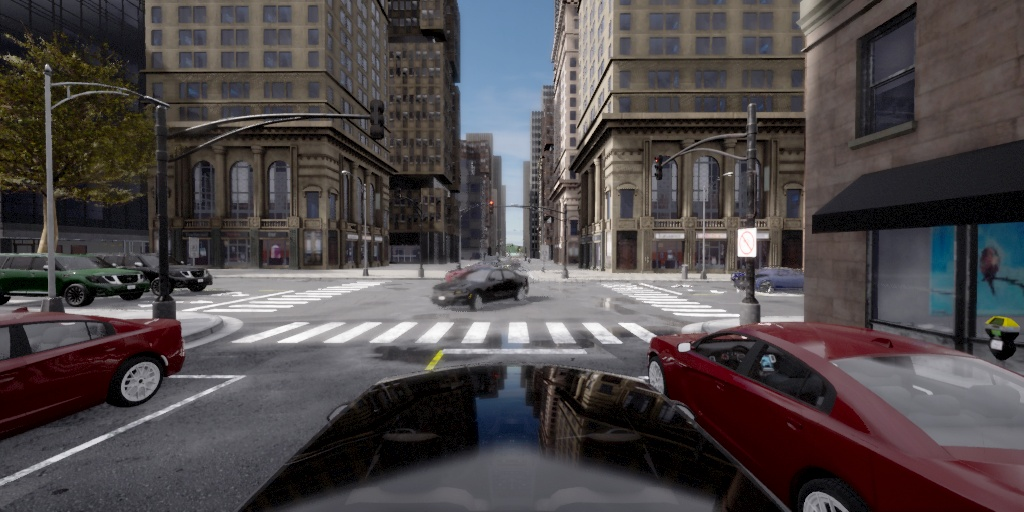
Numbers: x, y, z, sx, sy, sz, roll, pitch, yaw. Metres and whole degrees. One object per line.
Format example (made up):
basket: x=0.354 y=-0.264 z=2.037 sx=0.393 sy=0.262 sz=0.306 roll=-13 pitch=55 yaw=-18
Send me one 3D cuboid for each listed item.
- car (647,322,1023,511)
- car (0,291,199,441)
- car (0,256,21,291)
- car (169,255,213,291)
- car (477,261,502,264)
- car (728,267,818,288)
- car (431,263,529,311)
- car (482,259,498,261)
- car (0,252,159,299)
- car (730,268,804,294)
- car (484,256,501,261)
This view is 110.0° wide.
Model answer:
car: x=2.771 y=1.294 z=3.396 sx=1.888 sy=1.381 sz=4.507 roll=0 pitch=0 yaw=0
car: x=-5.754 y=1.295 z=3.466 sx=1.888 sy=1.381 sz=4.507 roll=0 pitch=0 yaw=0
car: x=-28.414 y=0.903 z=18.036 sx=4.553 sy=1.767 sz=2.097 roll=0 pitch=1 yaw=1
car: x=-18.327 y=0.854 z=17.941 sx=5.566 sy=2.045 sz=2.150 roll=0 pitch=1 yaw=1
car: x=-2.427 y=1.229 z=24.503 sx=4.181 sy=1.385 sz=1.994 roll=0 pitch=1 yaw=1
car: x=17.584 y=1.434 z=24.321 sx=4.718 sy=1.301 sz=1.895 roll=0 pitch=1 yaw=1
car: x=-1.164 y=1.221 z=14.867 sx=1.882 sy=1.535 sz=5.008 roll=-1 pitch=-1 yaw=33
car: x=-2.797 y=1.290 z=36.247 sx=2.033 sy=1.411 sz=5.357 roll=0 pitch=0 yaw=0
car: x=-18.336 y=0.901 z=14.691 sx=5.566 sy=2.045 sz=2.150 roll=0 pitch=1 yaw=1
car: x=15.513 y=1.427 z=21.089 sx=4.181 sy=1.385 sz=1.994 roll=0 pitch=1 yaw=1
car: x=-2.690 y=0.962 z=46.973 sx=2.150 sy=2.045 sz=5.566 roll=0 pitch=0 yaw=1
